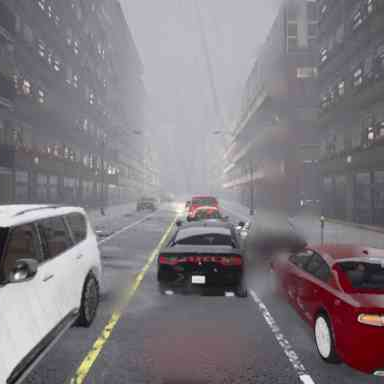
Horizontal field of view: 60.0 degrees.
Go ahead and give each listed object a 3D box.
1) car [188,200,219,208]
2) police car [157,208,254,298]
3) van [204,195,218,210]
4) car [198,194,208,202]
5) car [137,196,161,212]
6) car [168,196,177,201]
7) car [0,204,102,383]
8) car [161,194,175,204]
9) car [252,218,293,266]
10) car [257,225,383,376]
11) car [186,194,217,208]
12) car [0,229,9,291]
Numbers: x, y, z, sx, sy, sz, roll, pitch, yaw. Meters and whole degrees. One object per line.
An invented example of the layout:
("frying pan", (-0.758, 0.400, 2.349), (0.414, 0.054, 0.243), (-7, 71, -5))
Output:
("car", (0.826, 1.478, 18.718), (1.801, 1.575, 5.366), (0, 0, 0))
("police car", (0.436, 1.435, 8.784), (1.930, 1.638, 5.238), (0, 0, 7))
("van", (2.583, 1.396, 45.384), (1.690, 1.788, 3.998), (1, 0, 0))
("car", (2.590, 1.412, 79.409), (2.192, 1.841, 5.009), (1, 0, 0))
("car", (-5.298, 1.363, 39.685), (2.192, 1.841, 5.009), (1, 0, 0))
("car", (-5.291, 1.678, 90.722), (1.947, 1.339, 4.313), (1, 0, 0))
("car", (-2.751, 1.226, 4.080), (2.150, 2.045, 5.566), (0, 0, 0))
("car", (-5.292, 1.398, 68.039), (2.192, 1.841, 5.009), (1, 0, 0))
("car", (2.574, 1.565, 11.358), (2.008, 1.369, 4.403), (1, 0, 0))
("car", (2.573, 1.552, 5.688), (1.887, 1.381, 4.507), (1, 0, 0))
("car", (0.828, 1.255, 24.559), (2.150, 2.045, 5.566), (0, 0, 0))
("car", (-5.307, 1.552, 5.659), (1.887, 1.381, 4.507), (1, 0, 0))
